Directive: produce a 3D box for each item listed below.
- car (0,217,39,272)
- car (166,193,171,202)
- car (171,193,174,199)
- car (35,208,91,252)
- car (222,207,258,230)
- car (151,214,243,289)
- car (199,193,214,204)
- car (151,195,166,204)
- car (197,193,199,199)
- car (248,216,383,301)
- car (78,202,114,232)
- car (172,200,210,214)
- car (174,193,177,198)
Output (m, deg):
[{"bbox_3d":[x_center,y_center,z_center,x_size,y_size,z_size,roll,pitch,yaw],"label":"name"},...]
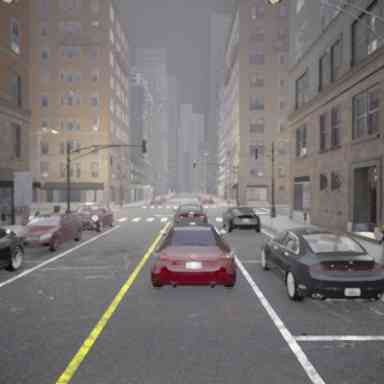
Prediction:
[{"bbox_3d":[-5.709,1.533,7.988,1.947,1.339,4.313,0,0,0],"label":"car"},{"bbox_3d":[-5.971,1.341,66.910,2.008,1.369,4.403,0,0,0],"label":"car"},{"bbox_3d":[-6.028,1.296,82.966,1.752,1.417,4.829,0,0,0],"label":"car"},{"bbox_3d":[-5.739,1.528,13.490,1.802,1.307,4.206,0,0,0],"label":"car"},{"bbox_3d":[2.757,1.491,19.036,1.947,1.339,4.313,0,0,0],"label":"car"},{"bbox_3d":[0.027,1.527,9.119,1.994,1.385,4.181,0,0,0],"label":"car"},{"bbox_3d":[2.592,1.253,56.126,1.967,1.590,4.097,0,0,0],"label":"car"},{"bbox_3d":[-5.933,1.395,56.093,1.802,1.307,4.206,0,0,0],"label":"car"},{"bbox_3d":[2.554,1.341,66.944,2.008,1.369,4.403,0,0,0],"label":"car"},{"bbox_3d":[2.815,1.518,8.034,2.008,1.369,4.403,0,0,0],"label":"car"},{"bbox_3d":[-5.769,1.365,18.991,1.967,1.590,4.097,0,0,0],"label":"car"},{"bbox_3d":[-0.063,1.430,18.944,1.837,1.490,4.892,0,0,0],"label":"car"},{"bbox_3d":[-6.068,1.084,93.953,2.192,1.841,5.009,0,0,0],"label":"car"}]
